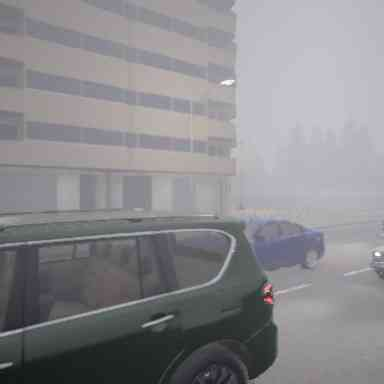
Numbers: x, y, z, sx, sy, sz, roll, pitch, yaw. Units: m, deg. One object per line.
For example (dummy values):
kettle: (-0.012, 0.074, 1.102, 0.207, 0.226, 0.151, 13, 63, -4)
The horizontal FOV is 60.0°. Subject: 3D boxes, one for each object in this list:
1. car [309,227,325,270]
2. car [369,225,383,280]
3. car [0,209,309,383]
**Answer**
car: (1.740, 1.471, 9.501, 5.008, 1.535, 1.882, 0, 0, -35)
car: (6.661, 1.591, 8.691, 4.718, 1.301, 1.895, 0, 0, -35)
car: (-1.685, 1.224, 2.798, 5.566, 2.045, 2.150, 0, 0, -35)
